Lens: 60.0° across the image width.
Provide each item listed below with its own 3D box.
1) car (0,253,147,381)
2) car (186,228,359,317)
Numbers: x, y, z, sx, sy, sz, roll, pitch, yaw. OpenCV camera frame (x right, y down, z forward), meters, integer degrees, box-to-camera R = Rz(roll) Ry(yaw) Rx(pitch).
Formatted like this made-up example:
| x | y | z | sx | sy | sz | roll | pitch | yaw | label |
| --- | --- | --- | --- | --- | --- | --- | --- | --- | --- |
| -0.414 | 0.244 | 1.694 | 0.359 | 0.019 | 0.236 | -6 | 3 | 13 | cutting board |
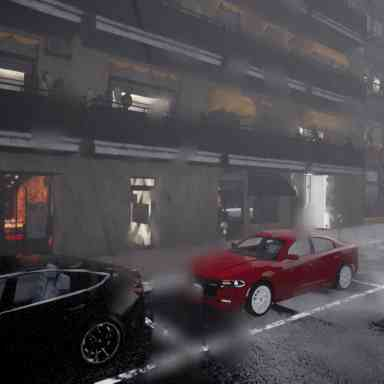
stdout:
| x | y | z | sx | sy | sz | roll | pitch | yaw | label |
| --- | --- | --- | --- | --- | --- | --- | --- | --- | --- |
| -2.663 | 1.566 | 4.191 | 4.313 | 1.339 | 1.947 | 0 | 1 | -36 | car |
| 1.953 | 1.546 | 7.485 | 4.507 | 1.381 | 1.887 | 0 | 1 | -36 | car |
